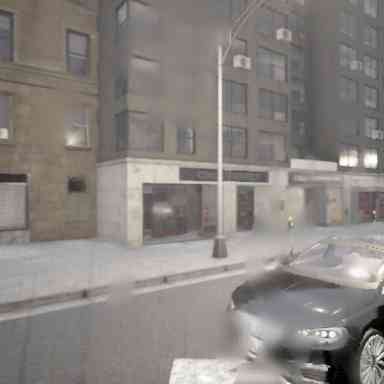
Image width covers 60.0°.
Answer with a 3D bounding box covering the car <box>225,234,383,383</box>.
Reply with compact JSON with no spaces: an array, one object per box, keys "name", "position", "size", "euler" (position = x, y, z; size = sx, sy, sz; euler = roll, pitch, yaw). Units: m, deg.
[{"name":"car","position":[2.704,1.491,5.263],"size":[4.902,1.511,2.128],"euler":[0,0,-35]}]
